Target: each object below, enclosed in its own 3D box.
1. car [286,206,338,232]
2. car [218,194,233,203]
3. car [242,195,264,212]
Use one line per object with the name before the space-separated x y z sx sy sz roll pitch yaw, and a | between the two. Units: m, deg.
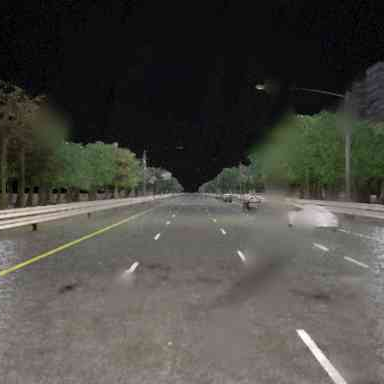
car | 7.020 1.527 19.783 1.812 1.442 4.674 0 0 0
car | 7.118 1.475 68.904 1.837 1.490 4.892 0 0 0
car | 7.058 1.478 38.776 2.128 1.511 4.902 0 0 0
